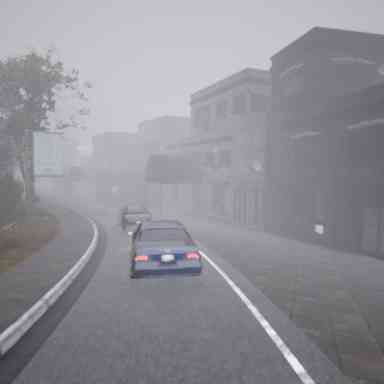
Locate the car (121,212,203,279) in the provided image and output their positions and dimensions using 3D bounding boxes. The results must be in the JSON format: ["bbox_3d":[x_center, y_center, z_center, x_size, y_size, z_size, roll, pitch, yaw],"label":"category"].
[{"bbox_3d":[-0.958,1.570,10.174,2.033,1.411,5.357,-1,0,-9],"label":"car"}]

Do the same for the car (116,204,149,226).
[{"bbox_3d":[-3.798,1.531,21.498,2.128,1.511,4.902,-1,1,-18],"label":"car"}]
